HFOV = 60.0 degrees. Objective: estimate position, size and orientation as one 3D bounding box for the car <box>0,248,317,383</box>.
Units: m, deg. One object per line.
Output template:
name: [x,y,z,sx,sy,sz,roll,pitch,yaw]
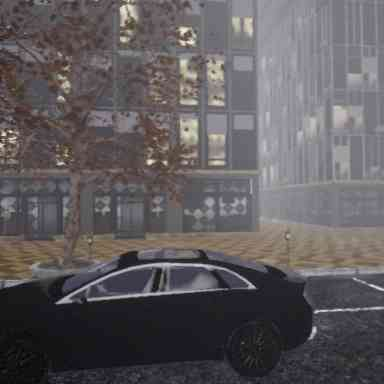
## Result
car: [-0.700,1.632,4.932,4.902,1.511,2.128,0,-1,-7]
